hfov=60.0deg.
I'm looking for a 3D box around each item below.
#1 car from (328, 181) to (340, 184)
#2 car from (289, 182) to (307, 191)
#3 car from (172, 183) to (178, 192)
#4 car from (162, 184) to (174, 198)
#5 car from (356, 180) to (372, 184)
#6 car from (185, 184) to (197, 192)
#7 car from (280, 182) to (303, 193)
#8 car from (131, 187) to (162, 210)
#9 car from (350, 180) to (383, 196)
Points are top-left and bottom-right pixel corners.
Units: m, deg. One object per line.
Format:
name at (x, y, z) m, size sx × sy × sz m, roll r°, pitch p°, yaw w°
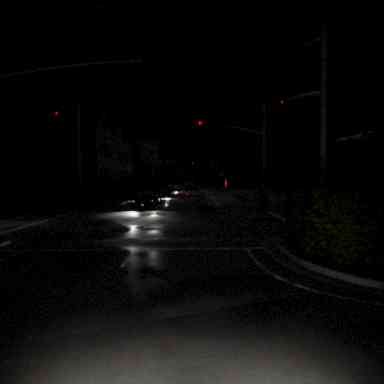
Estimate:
car at (25.270, -1.151, 59.697) m, size 2.152 × 1.636 × 5.027 m, roll -1°, pitch 2°, yaw 0°
car at (18.855, -0.999, 59.340) m, size 1.970 × 1.475 × 3.806 m, roll -1°, pitch 2°, yaw 0°
car at (-3.728, -0.867, 62.988) m, size 1.882 × 1.535 × 5.008 m, roll -1°, pitch 2°, yaw 0°
car at (-3.743, 0.004, 41.647) m, size 1.994 × 1.385 × 4.181 m, roll -1°, pitch 2°, yaw 0°
car at (18.997, -0.239, 34.423) m, size 1.905 × 1.878 × 3.866 m, roll -1°, pitch 2°, yaw 0°
car at (-0.208, -0.702, 58.886) m, size 1.812 × 1.442 × 4.674 m, roll -1°, pitch 2°, yaw 0°
car at (15.236, -0.639, 52.277) m, size 2.007 × 1.523 × 4.514 m, roll -1°, pitch 2°, yaw 0°
car at (-3.617, 0.550, 25.894) m, size 1.812 × 1.442 × 4.674 m, roll -1°, pitch 2°, yaw -2°
car at (22.236, -0.539, 42.305) m, size 1.932 × 1.855 × 4.605 m, roll -1°, pitch 2°, yaw 0°
